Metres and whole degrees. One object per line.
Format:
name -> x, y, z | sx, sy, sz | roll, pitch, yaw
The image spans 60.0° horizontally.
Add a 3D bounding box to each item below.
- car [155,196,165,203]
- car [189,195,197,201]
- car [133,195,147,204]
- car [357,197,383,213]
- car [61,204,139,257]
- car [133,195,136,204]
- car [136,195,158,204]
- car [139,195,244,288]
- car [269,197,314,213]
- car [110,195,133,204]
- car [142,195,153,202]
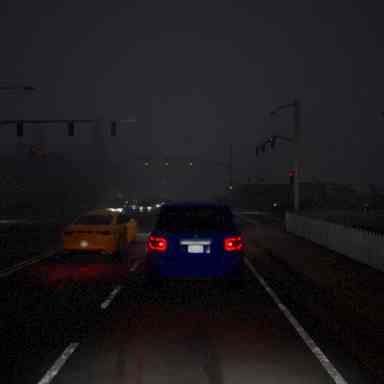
car -> -6.835, 1.524, 71.677 | 1.812, 1.442, 4.674 | 0, 0, 0
car -> 0.204, 1.540, 88.979 | 2.033, 1.411, 5.357 | 0, 0, 0
car -> -10.366, 1.478, 66.680 | 1.882, 1.535, 5.008 | 0, 0, 1
car -> 20.511, 1.352, 36.266 | 4.553, 1.767, 2.097 | 0, 0, -1
car -> -3.388, 1.478, 12.979 | 1.882, 1.535, 5.008 | 0, 0, 0
car -> -10.447, 1.352, 57.411 | 2.097, 1.767, 4.553 | 0, 0, 0
car -> -6.976, 1.547, 52.198 | 2.033, 1.411, 5.357 | 0, 0, 0
car -> 0.085, 1.223, 9.350 | 2.150, 2.045, 5.566 | 0, 0, 0
car -> 10.730, 1.352, 36.046 | 4.553, 1.767, 2.097 | 0, 0, -1
car -> -10.486, 1.491, 48.200 | 2.128, 1.511, 4.902 | 0, 0, 0
car -> -10.323, 1.524, 76.935 | 1.812, 1.442, 4.674 | 0, 0, 0
